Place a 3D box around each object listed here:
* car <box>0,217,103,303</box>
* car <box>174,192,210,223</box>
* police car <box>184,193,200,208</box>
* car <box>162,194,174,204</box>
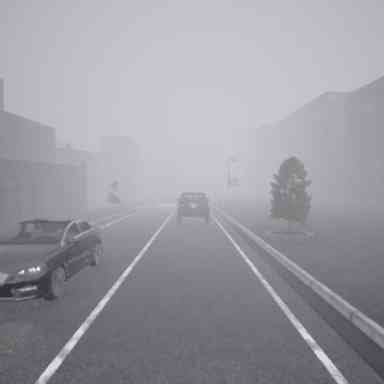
[{"bbox_3d":[-3.603,1.413,8.233,2.128,1.511,4.902,0,1,0],"label":"car"},{"bbox_3d":[0.078,0.984,23.439,2.150,2.045,5.566,0,1,0],"label":"car"},{"bbox_3d":[0.007,1.019,41.688,1.930,1.638,5.238,0,0,0],"label":"police car"},{"bbox_3d":[-3.558,1.008,51.504,2.128,1.511,4.902,0,0,0],"label":"car"}]
